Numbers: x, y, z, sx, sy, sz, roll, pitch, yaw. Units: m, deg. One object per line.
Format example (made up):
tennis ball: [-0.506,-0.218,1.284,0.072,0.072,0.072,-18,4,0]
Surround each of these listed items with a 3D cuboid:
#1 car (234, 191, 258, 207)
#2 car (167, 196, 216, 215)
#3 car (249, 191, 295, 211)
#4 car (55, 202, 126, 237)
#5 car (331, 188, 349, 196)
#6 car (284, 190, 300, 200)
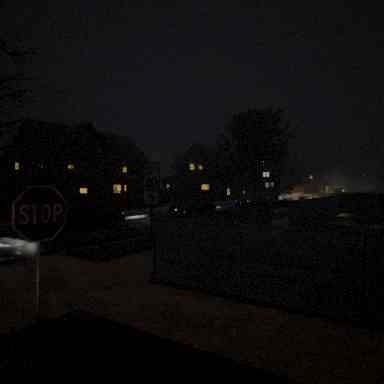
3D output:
car: [5.936,0.712,32.893,1.837,1.490,4.892,1,2,36]
car: [0.056,1.009,24.661,1.994,1.385,4.181,1,2,36]
car: [7.206,0.898,29.627,1.895,1.301,4.718,1,2,36]
car: [-5.742,1.228,16.505,2.033,1.411,5.357,1,2,34]
car: [23.147,0.165,51.929,1.837,1.490,4.892,1,2,35]
car: [11.966,0.493,41.270,1.812,1.442,4.674,1,2,36]
